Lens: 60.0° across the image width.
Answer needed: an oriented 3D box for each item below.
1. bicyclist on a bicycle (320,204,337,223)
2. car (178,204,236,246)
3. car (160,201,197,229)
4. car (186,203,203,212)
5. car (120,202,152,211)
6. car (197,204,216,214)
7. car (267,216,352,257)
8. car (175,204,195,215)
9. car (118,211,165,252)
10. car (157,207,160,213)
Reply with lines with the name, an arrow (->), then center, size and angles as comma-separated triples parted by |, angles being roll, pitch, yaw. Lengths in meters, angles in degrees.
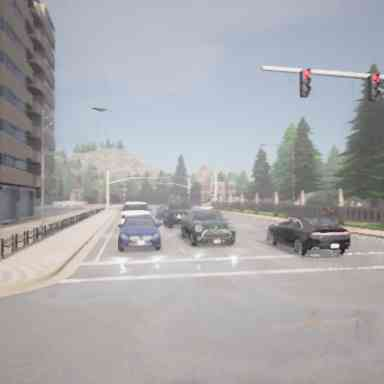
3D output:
bicyclist on a bicycle -> 10.418, 1.768, 25.615 | 1.656, 1.620, 0.582 | 0, -1, -11
car -> 0.761, 1.727, 17.494 | 2.097, 1.767, 4.553 | 0, -1, -11
car -> -0.999, 1.784, 26.923 | 2.150, 2.045, 5.566 | 0, -1, -11
car -> 0.308, 2.709, 59.195 | 2.033, 1.411, 5.357 | 0, -1, -11
car -> -4.322, 1.781, 25.653 | 2.150, 2.045, 5.566 | 0, -1, -11
car -> 2.059, 2.499, 49.768 | 1.812, 1.442, 4.674 | 0, -1, -11
car -> 4.845, 1.785, 14.471 | 2.128, 1.511, 4.902 | 0, -1, -8
car -> -1.086, 2.499, 47.563 | 2.033, 1.411, 5.357 | 0, -1, -11
car -> -2.542, 1.895, 16.126 | 1.812, 1.442, 4.674 | 0, -1, -11
car -> -2.870, 2.241, 37.004 | 1.882, 1.535, 5.008 | 0, -1, -10
